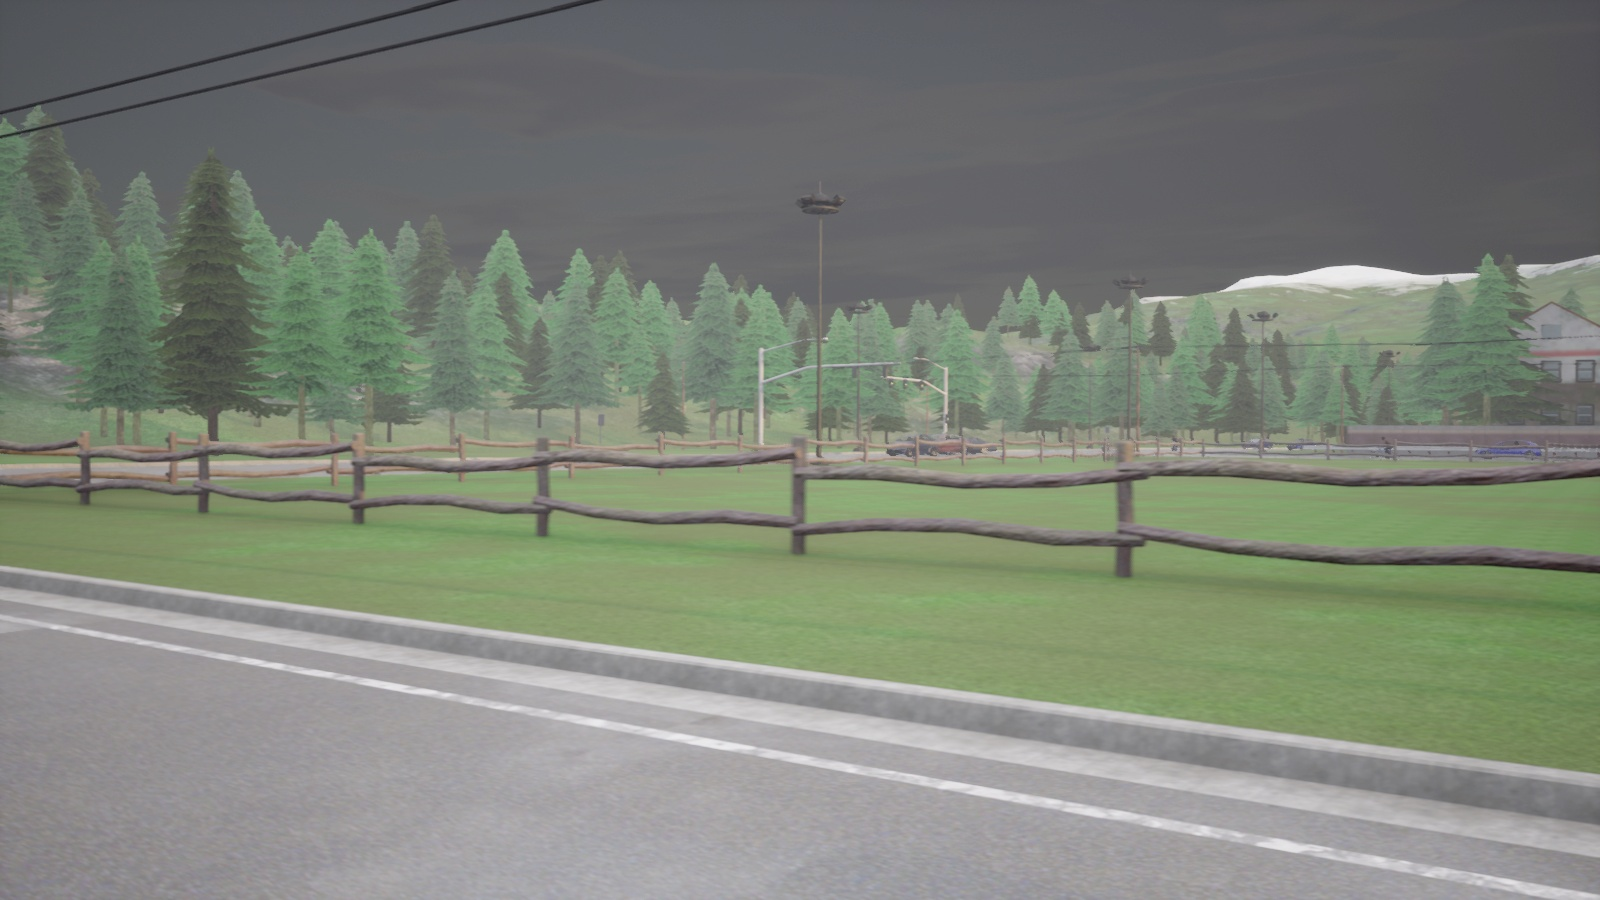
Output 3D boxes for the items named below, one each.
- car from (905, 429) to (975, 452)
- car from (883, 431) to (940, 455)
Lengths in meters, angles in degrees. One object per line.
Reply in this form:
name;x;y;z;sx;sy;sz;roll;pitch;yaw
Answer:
car;10.433;-0.720;93.511;5.027;1.651;2.152;-1;1;-35
car;7.685;-0.482;86.251;1.851;1.617;3.988;0;1;43
